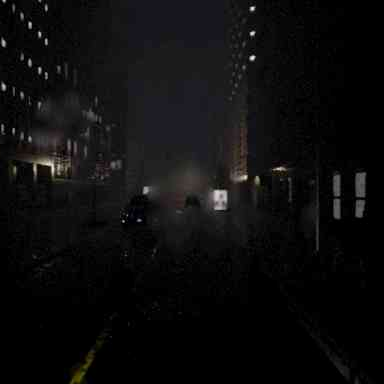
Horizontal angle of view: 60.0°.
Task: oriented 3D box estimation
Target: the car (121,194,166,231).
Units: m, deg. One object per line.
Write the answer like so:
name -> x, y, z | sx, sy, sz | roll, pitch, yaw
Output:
car -> -2.855, 1.178, 20.810 | 2.150, 2.045, 5.566 | 0, 0, 0

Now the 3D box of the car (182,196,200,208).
car -> 0.027, 1.298, 48.162 | 2.097, 1.767, 4.553 | 0, 0, 0

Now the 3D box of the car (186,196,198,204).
car -> -0.012, 1.498, 62.084 | 2.033, 1.411, 5.357 | 0, 0, 0

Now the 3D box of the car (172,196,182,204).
car -> -2.783, 1.475, 62.770 | 1.812, 1.442, 4.674 | 0, 0, 1

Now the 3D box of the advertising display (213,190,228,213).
advertising display -> 3.004, 0.969, 34.980 | 1.540, 2.440, 0.280 | 0, 0, 0
